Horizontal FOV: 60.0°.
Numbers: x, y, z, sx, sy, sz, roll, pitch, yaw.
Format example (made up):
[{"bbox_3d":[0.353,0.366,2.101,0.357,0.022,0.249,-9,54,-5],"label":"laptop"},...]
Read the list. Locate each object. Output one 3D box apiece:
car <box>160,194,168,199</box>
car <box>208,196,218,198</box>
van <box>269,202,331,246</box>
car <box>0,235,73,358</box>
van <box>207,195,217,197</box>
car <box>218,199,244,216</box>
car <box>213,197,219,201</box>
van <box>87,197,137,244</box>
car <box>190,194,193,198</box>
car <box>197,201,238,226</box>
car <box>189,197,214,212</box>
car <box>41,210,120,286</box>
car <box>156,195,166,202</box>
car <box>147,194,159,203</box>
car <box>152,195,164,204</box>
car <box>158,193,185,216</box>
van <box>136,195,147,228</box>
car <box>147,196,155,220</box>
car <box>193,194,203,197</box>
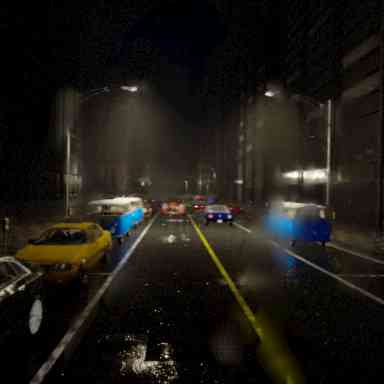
[{"bbox_3d":[-7.923,1.293,93.801,1.947,1.339,4.313,1,0,-3],"label":"car"},{"bbox_3d":[3.324,1.583,43.570,1.947,1.339,4.313,1,0,-3],"label":"car"},{"bbox_3d":[4.848,1.420,15.407,1.690,1.788,3.998,1,0,-3],"label":"van"},{"bbox_3d":[-3.058,1.486,3.678,2.008,1.369,4.403,1,0,-3],"label":"car"},{"bbox_3d":[3.023,1.346,49.202,1.690,1.788,3.998,1,0,-3],"label":"van"},{"bbox_3d":[3.932,1.624,32.305,1.802,1.307,4.206,1,0,-3],"label":"car"},{"bbox_3d":[3.628,1.612,37.938,1.802,1.307,4.206,1,0,-3],"label":"car"},{"bbox_3d":[-3.663,1.253,14.943,1.690,1.788,3.998,1,0,-3],"label":"van"},{"bbox_3d":[1.196,1.476,82.997,2.008,1.369,4.403,1,0,-3],"label":"car"},{"bbox_3d":[1.691,1.608,23.658,1.895,1.301,4.718,1,0,-3],"label":"car"},{"bbox_3d":[0.954,1.579,37.143,1.895,1.301,4.718,1,0,-3],"label":"car"},{"bbox_3d":[-3.353,1.449,9.141,1.752,1.417,4.829,1,0,-3],"label":"car"},{"bbox_3d":[-6.708,1.352,71.270,1.947,1.339,4.313,1,0,-3],"label":"car"},{"bbox_3d":[-4.575,1.190,31.841,2.192,1.841,5.009,1,0,-3],"label":"car"},{"bbox_3d":[-6.099,1.357,60.005,1.887,1.381,4.507,1,0,-3],"label":"car"},{"bbox_3d":[-1.795,1.282,31.656,2.097,1.767,4.553,1,0,-3],"label":"car"},{"bbox_3d":[-3.967,1.241,20.575,1.690,1.788,3.998,1,0,-3],"label":"van"},{"bbox_3d":[-4.273,1.327,26.208,1.967,1.590,4.097,1,0,-3],"label":"car"},{"bbox_3d":[1.804,1.498,71.732,1.887,1.381,4.507,1,0,-3],"label":"car"}]
